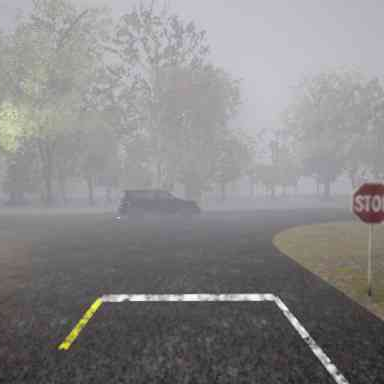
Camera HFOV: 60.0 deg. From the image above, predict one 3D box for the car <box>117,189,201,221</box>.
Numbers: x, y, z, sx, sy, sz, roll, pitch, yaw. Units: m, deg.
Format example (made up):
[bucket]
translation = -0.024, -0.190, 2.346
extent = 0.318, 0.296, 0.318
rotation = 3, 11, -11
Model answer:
[car]
translation = -2.217, 0.823, 22.519
extent = 5.566, 2.045, 2.150
rotation = 0, 1, -9
